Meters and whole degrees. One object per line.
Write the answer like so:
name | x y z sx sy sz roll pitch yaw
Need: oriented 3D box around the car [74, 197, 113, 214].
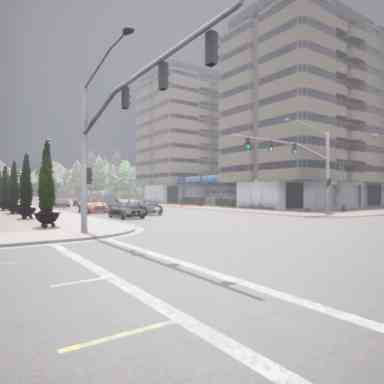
car | -10.583 1.359 35.513 2.097 1.767 4.553 0 0 -35

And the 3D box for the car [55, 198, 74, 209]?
car | -18.591 1.533 47.071 1.812 1.442 4.674 0 0 -35

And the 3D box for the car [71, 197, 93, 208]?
car | -16.718 1.511 50.519 1.837 1.490 4.892 0 1 -35

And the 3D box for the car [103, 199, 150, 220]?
car | -5.629 1.570 28.378 1.994 1.385 4.181 0 0 -35

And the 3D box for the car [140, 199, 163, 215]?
car | -4.651 1.500 33.101 2.128 1.511 4.902 0 0 -35
